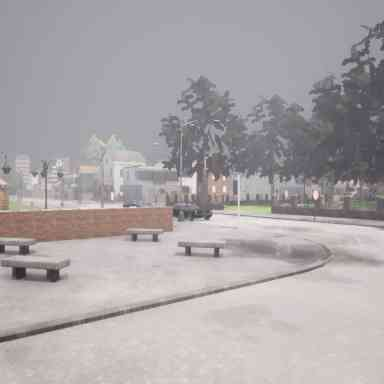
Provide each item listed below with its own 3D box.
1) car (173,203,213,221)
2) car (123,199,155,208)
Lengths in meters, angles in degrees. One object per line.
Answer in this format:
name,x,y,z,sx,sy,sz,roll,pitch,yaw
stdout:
car,-0.347,1.601,27.341,1.895,1.301,4.718,0,0,-35
car,-5.590,1.491,34.760,2.128,1.511,4.902,0,0,-35
